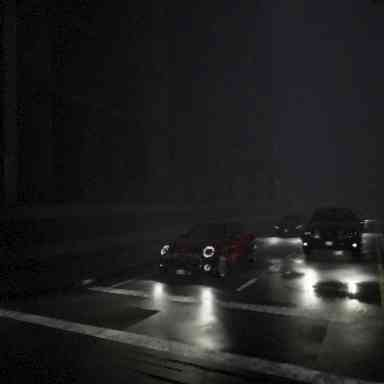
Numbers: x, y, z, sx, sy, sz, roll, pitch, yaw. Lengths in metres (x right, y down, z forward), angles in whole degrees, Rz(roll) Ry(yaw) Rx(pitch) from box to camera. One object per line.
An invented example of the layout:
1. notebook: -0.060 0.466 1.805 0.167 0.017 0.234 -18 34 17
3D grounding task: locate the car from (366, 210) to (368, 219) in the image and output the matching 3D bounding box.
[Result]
1. car: 12.686 2.280 26.500 1.837 1.490 4.892 -3 -3 28

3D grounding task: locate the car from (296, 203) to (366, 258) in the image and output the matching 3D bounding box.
1. car: 6.621 1.701 15.380 2.150 2.045 5.566 -3 -3 28

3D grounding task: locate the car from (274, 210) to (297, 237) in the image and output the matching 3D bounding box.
1. car: 7.316 2.333 23.946 1.837 1.490 4.892 -3 -3 28

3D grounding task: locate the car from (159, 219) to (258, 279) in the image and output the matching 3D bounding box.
1. car: 0.743 1.864 11.959 2.097 1.767 4.553 -3 -3 29

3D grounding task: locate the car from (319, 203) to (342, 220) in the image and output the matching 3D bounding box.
1. car: 18.511 2.583 44.376 2.150 2.045 5.566 -3 -3 29
